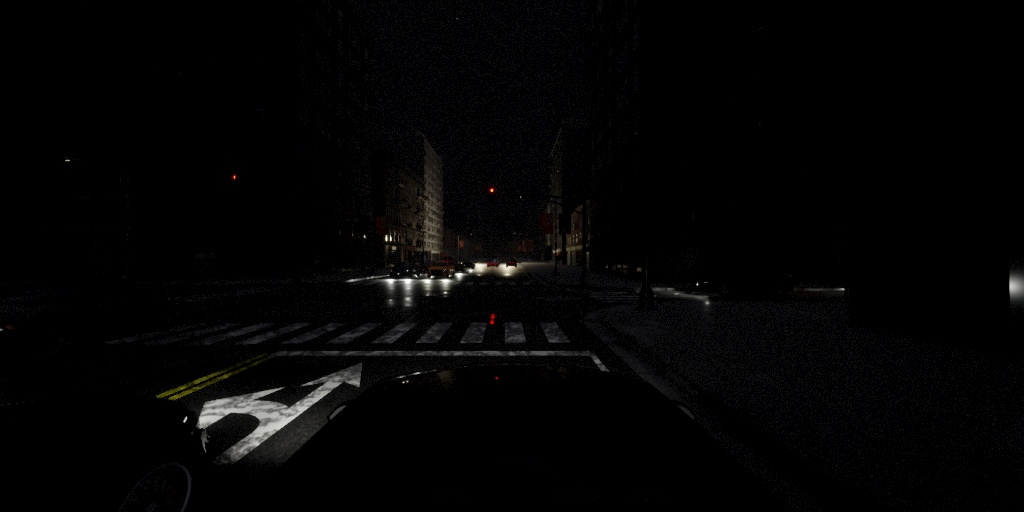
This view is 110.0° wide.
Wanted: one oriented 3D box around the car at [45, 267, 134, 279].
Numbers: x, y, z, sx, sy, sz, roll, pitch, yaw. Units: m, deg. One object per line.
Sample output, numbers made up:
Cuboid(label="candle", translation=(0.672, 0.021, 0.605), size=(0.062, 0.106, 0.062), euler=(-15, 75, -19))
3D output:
Cuboid(label="car", translation=(-25.404, 1.330, 21.630), size=(4.313, 1.339, 1.948), euler=(0, 0, 0))

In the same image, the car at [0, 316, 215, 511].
Cuboid(label="car", translation=(-3.243, 1.276, 0.818), size=(1.812, 1.442, 4.674), euler=(0, 0, 0))

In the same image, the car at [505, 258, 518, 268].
Cuboid(label="car", translation=(-0.093, 1.245, 62.235), size=(1.837, 1.490, 4.892), euler=(0, 0, 0))

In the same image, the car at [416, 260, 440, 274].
Cuboid(label="car", translation=(-9.908, 1.272, 42.561), size=(1.812, 1.442, 4.674), euler=(0, 0, 0))

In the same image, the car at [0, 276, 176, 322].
Cuboid(label="car", translation=(-9.988, 1.315, 7.972), size=(1.994, 1.385, 4.181), euler=(0, 0, -7))

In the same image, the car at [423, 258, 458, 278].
Cuboid(label="car", translation=(-6.647, 1.226, 33.921), size=(1.882, 1.535, 5.008), euler=(0, 0, 0))

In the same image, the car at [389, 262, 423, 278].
Cuboid(label="car", translation=(-9.897, 1.274, 33.546), size=(1.812, 1.442, 4.674), euler=(0, 0, 0))

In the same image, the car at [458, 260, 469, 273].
Cuboid(label="car", translation=(-6.663, 1.310, 42.910), size=(1.994, 1.385, 4.181), euler=(0, 0, 0))

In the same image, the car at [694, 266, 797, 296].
Cuboid(label="car", translation=(12.430, 1.294, 19.298), size=(4.892, 1.490, 1.837), euler=(0, 0, 1))

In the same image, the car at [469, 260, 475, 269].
Cuboid(label="car", translation=(-6.666, 1.306, 53.997), size=(1.994, 1.385, 4.181), euler=(0, 0, 0))

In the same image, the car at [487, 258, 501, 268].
Cuboid(label="car", translation=(-3.344, 1.341, 62.677), size=(1.895, 1.301, 4.718), euler=(0, 0, 0))

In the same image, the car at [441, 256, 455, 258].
Cuboid(label="car", translation=(-9.921, 0.962, 55.203), size=(2.150, 2.045, 5.566), euler=(0, 0, 0))
